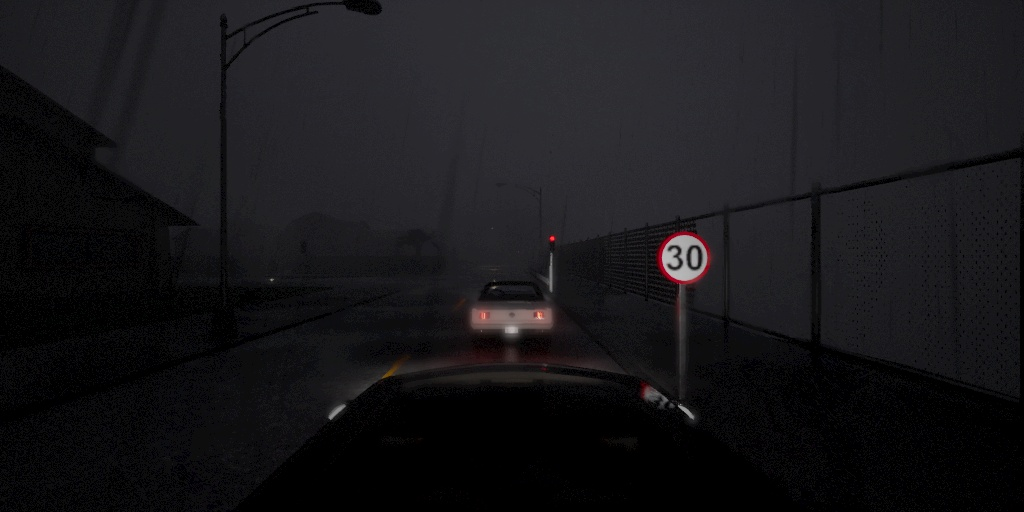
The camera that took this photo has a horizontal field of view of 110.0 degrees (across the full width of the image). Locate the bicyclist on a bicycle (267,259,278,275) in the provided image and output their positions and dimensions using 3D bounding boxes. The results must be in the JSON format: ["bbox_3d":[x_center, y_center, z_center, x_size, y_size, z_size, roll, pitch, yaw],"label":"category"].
[{"bbox_3d":[-24.324,1.099,36.471,0.582,1.620,1.656,0,0,0],"label":"bicyclist on a bicycle"}]

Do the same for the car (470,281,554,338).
[{"bbox_3d":[-0.002,1.351,10.163,1.895,1.301,4.718,0,0,0],"label":"car"}]
